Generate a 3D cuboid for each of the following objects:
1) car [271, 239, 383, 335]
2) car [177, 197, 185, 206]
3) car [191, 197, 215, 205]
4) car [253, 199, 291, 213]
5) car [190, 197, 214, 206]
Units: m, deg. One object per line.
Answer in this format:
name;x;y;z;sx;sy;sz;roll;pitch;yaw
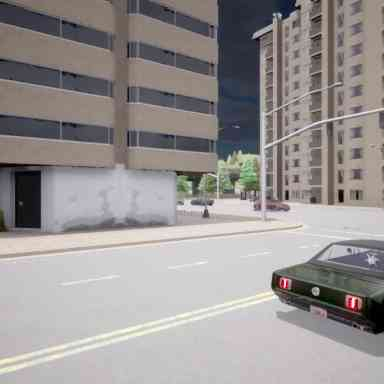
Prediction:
car;3.814;1.601;6.494;4.718;1.301;1.895;0;0;-35
car;-3.032;1.507;54.477;1.837;1.490;4.892;0;-1;-35
car;1.882;1.601;59.900;1.895;1.301;4.718;0;0;-35
car;8.962;1.526;37.807;1.812;1.442;4.674;0;0;-36
car;1.533;1.564;54.350;1.994;1.385;4.181;0;0;-36
